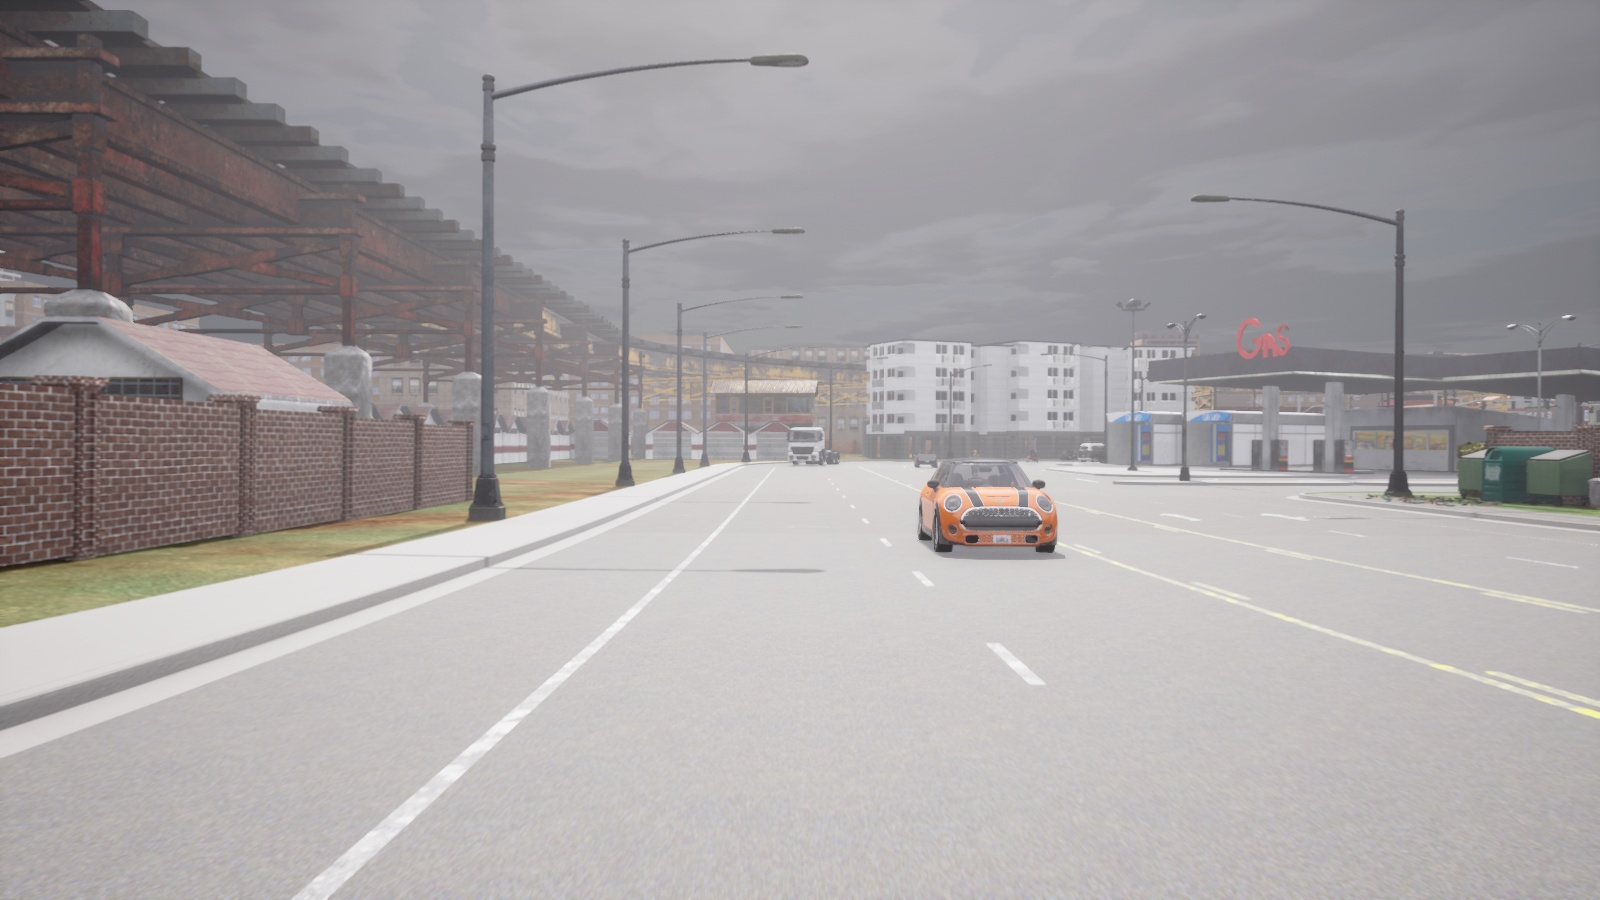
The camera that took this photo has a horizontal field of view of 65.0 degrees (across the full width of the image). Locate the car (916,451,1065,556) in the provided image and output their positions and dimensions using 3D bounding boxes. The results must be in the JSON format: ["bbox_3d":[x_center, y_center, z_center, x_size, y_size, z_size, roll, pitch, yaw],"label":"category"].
[{"bbox_3d":[3.447,0.915,23.591,2.097,1.767,4.553,0,0,0],"label":"car"}]
